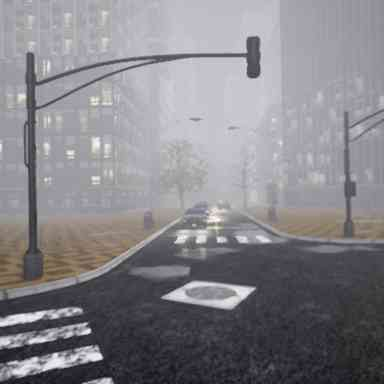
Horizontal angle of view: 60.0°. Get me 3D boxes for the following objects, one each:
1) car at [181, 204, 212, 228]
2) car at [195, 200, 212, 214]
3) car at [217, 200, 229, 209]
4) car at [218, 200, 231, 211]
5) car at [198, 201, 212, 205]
[{"bbox_3d":[0.308,1.924,25.541,2.033,1.411,5.357,-1,-1,4],"label":"car"},{"bbox_3d":[1.632,2.010,45.589,2.097,1.767,4.553,-1,-1,4],"label":"car"},{"bbox_3d":[5.965,2.368,64.393,2.128,1.511,4.902,-1,-1,4],"label":"car"},{"bbox_3d":[5.283,2.215,54.000,2.128,1.511,4.902,-1,-1,4],"label":"car"},{"bbox_3d":[0.970,1.992,35.514,1.882,1.535,5.008,-1,-1,4],"label":"car"}]
